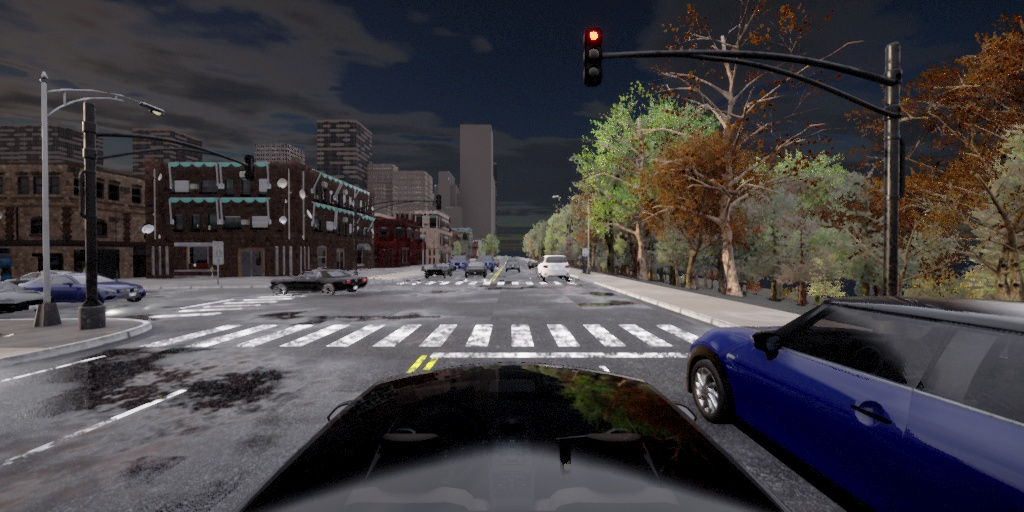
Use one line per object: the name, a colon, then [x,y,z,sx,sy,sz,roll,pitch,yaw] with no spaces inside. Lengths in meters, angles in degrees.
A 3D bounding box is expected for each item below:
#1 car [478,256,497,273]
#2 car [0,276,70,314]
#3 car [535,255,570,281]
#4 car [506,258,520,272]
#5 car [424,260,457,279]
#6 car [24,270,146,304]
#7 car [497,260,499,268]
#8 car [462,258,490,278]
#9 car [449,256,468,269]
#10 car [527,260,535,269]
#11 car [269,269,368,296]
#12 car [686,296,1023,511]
car: [-3.332,0.952,44.683,2.150,2.045,5.566,0,0,0]
car: [-19.944,1.563,13.361,4.313,1.339,1.948,0,0,0]
car: [3.355,0.959,29.491,2.150,2.045,5.566,0,0,0]
car: [0.108,1.274,46.825,2.033,1.411,5.357,0,0,0]
car: [-6.594,1.336,32.785,1.895,1.301,4.718,0,0,0]
car: [-19.324,1.488,16.068,4.674,1.442,1.812,-1,1,0]
car: [-3.289,1.070,61.069,2.097,1.767,4.553,0,0,0]
car: [-3.340,1.212,34.015,1.882,1.535,5.008,0,0,-2]
car: [-6.578,0.952,45.328,2.150,2.045,5.566,0,0,-1]
car: [3.359,1.323,55.292,1.895,1.301,4.718,0,0,0]
car: [-10.240,1.378,18.936,4.718,1.301,1.895,-1,0,13]
car: [3.351,1.102,2.900,2.097,1.767,4.553,0,0,0]
